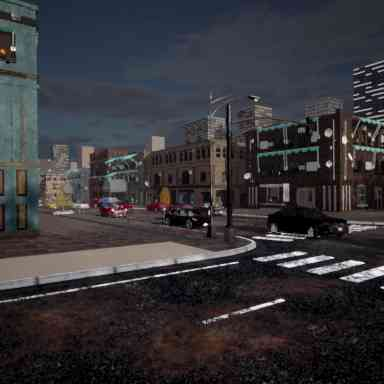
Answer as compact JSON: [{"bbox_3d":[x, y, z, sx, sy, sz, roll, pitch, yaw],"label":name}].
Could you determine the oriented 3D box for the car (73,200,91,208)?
[{"bbox_3d":[-20.567,2.230,62.277,1.994,1.385,4.181,-1,0,-36],"label":"car"}]

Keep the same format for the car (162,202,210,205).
[{"bbox_3d":[-0.483,1.830,28.688,1.994,1.385,4.181,-1,0,-36],"label":"car"}]

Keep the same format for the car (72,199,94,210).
[{"bbox_3d":[-17.794,2.168,53.071,1.812,1.442,4.674,-1,0,-36],"label":"car"}]

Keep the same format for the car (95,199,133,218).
[{"bbox_3d":[-8.347,1.846,35.213,1.967,1.590,4.097,-1,0,-36],"label":"car"}]

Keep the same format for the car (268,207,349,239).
[{"bbox_3d":[6.091,1.566,18.031,1.882,1.535,5.008,0,-2,-22],"label":"car"}]

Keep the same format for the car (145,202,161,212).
[{"bbox_3d":[-4.746,1.966,44.591,1.802,1.307,4.206,-2,0,-36],"label":"car"}]

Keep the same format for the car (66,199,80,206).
[{"bbox_3d":[-27.282,2.364,76.110,1.947,1.339,4.313,-1,0,-36],"label":"car"}]

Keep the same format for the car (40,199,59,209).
[{"bbox_3d":[-24.342,2.233,57.588,1.752,1.417,4.829,-1,0,-36],"label":"car"}]

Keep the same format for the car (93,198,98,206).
[{"bbox_3d":[-17.630,1.940,62.602,2.192,1.841,5.009,-1,0,-36],"label":"car"}]

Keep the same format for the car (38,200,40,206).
[{"bbox_3d":[-30.879,2.376,66.733,2.008,1.369,4.403,-1,0,-36],"label":"car"}]

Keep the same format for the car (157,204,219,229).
[{"bbox_3d":[-0.372,1.815,23.854,1.947,1.339,4.313,-2,0,-36],"label":"car"}]

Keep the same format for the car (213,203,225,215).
[{"bbox_3d":[1.691,1.810,35.586,2.008,1.369,4.403,-2,0,-36],"label":"car"}]

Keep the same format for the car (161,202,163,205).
[{"bbox_3d":[-1.528,1.904,40.089,1.802,1.307,4.206,-2,0,-36],"label":"car"}]

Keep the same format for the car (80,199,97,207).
[{"bbox_3d":[-20.844,2.228,67.105,1.887,1.381,4.507,-1,0,-36],"label":"car"}]

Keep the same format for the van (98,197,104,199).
[{"bbox_3d":[-14.410,1.907,58.099,1.690,1.788,3.998,-1,0,-36],"label":"van"}]
